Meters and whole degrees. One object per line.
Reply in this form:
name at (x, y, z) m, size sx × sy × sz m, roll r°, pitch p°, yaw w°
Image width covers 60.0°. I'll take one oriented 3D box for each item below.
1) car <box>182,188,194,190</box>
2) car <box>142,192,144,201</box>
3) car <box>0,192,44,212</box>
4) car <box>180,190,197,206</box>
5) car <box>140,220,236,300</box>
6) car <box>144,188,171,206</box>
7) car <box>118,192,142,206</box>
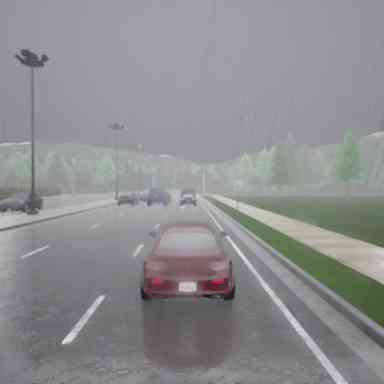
car at (-0.561, 0.392, 49.323) m, size 2.150 × 2.045 × 5.566 m, roll 0°, pitch 1°, yaw -1°
car at (-7.561, 0.730, 49.466) m, size 1.994 × 1.385 × 4.181 m, roll 0°, pitch 1°, yaw -1°
car at (-15.341, 0.840, 30.140) m, size 2.097 × 1.767 × 4.553 m, roll 0°, pitch 1°, yaw -1°
car at (-0.441, 0.865, 39.264) m, size 1.812 × 1.442 × 4.674 m, roll 0°, pitch 1°, yaw -1°
car at (-0.094, 1.391, 7.892) m, size 1.812 × 1.442 × 4.674 m, roll 0°, pitch 1°, yaw -1°
car at (-3.937, 0.566, 38.886) m, size 2.150 × 2.045 × 5.566 m, roll 0°, pitch 1°, yaw -1°
car at (-7.439, 0.845, 39.117) m, size 1.837 × 1.490 × 4.892 m, roll 0°, pitch 1°, yaw -1°
